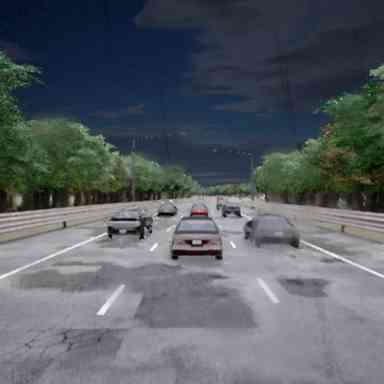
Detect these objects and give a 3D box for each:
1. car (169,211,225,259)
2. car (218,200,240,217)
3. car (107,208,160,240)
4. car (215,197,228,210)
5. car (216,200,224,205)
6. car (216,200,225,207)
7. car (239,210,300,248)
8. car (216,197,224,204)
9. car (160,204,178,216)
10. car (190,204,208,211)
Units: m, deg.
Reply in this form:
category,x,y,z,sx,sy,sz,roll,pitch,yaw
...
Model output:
category,x,y,z,sx,sy,sz,roll,pitch,yaw
car,0.193,1.677,13.098,2.033,1.411,5.357,0,-1,1
car,4.188,1.923,36.185,1.837,1.490,4.892,0,-1,2
car,-3.217,1.673,18.113,2.128,1.511,4.902,0,-1,1
car,5.010,2.021,54.002,2.097,1.767,4.553,0,-1,3
car,7.091,2.658,83.773,1.895,1.301,4.718,0,-1,5
car,6.145,2.434,71.812,1.812,1.442,4.674,0,-1,4
car,3.643,1.728,15.790,1.994,1.385,4.181,0,-1,1
car,8.082,2.423,94.640,2.150,2.045,5.566,0,-1,6
car,-2.669,1.989,37.388,1.994,1.385,4.181,0,-1,2
car,0.833,1.994,37.414,1.994,1.385,4.181,0,-1,2
